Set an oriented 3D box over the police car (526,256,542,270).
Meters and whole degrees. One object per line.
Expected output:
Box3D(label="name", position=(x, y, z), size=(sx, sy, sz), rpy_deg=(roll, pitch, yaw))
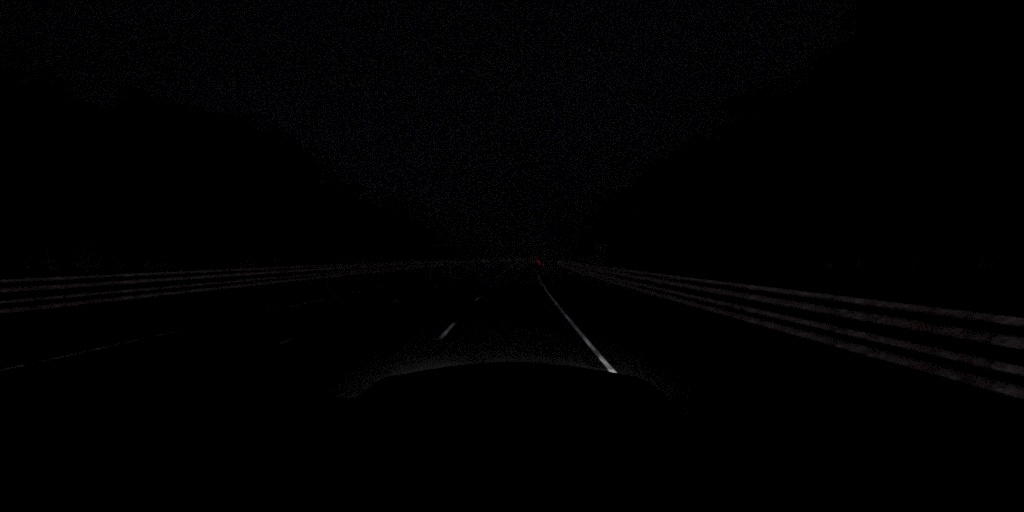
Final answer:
Box3D(label="police car", position=(3.196, 1.269, 54.755), size=(1.930, 1.638, 5.238), rpy_deg=(0, 0, 5))
